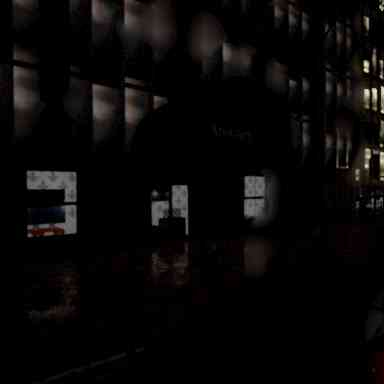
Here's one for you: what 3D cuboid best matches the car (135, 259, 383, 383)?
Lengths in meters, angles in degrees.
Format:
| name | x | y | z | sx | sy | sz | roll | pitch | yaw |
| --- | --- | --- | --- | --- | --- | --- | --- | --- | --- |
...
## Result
| name | x | y | z | sx | sy | sz | roll | pitch | yaw |
| --- | --- | --- | --- | --- | --- | --- | --- | --- | --- |
| car | 1.515 | 1.542 | 3.724 | 4.507 | 1.381 | 1.887 | 0 | -1 | -37 |
